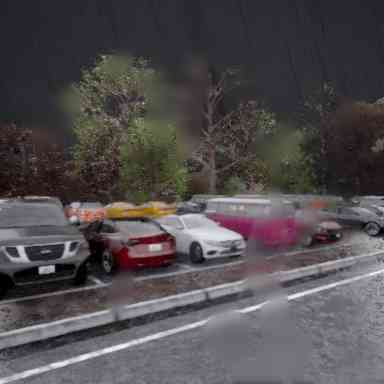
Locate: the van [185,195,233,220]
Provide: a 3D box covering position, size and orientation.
[{"bbox_3d":[1.424,1.267,29.539,1.878,1.987,4.442,0,0,-36],"label":"van"}]

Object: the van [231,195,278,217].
[{"bbox_3d":[6.062,1.272,32.577,1.878,1.987,4.442,0,0,-36],"label":"van"}]

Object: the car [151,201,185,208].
[{"bbox_3d":[-3.007,1.486,26.210,2.097,1.535,5.008,0,0,-36],"label":"car"}]

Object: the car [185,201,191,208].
[{"bbox_3d":[-0.755,1.490,27.824,2.231,1.521,4.892,0,0,-36],"label":"car"}]

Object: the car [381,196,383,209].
[{"bbox_3d":[33.009,1.745,52.011,2.435,2.045,5.566,1,-1,-36],"label":"car"}]

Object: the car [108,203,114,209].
[{"bbox_3d":[-7.495,1.355,22.960,2.185,1.767,4.553,0,0,-36],"label":"car"}]

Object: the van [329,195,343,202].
[{"bbox_3d":[14.815,1.389,39.142,1.878,1.987,4.442,1,-1,-36],"label":"van"}]

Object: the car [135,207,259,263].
[{"bbox_3d":[-0.053,1.521,12.243,2.002,1.452,4.674,0,0,-36],"label":"car"}]

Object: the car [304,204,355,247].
[{"bbox_3d":[4.458,1.487,15.481,2.097,1.535,5.008,0,0,-36],"label":"car"}]

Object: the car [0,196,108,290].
[{"bbox_3d":[-4.546,1.224,8.982,2.435,2.045,5.566,0,0,-36],"label":"car"}]

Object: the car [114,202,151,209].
[{"bbox_3d":[-5.360,1.483,24.523,2.097,1.535,5.008,0,0,-36],"label":"car"}]

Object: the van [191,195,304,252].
[{"bbox_3d":[2.137,1.258,13.953,1.878,1.987,4.442,0,0,-36],"label":"van"}]

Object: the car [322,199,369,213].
[{"bbox_3d":[19.486,1.711,42.341,2.097,1.535,5.008,1,-1,-36],"label":"car"}]

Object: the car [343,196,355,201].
[{"bbox_3d":[17.151,1.411,40.638,2.435,2.045,5.566,1,-1,-36],"label":"car"}]

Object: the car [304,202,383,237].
[{"bbox_3d":[8.989,1.523,18.687,2.163,1.488,4.792,0,0,-36],"label":"car"}]

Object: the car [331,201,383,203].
[{"bbox_3d":[11.227,1.536,20.333,2.002,1.452,4.674,0,0,-36],"label":"car"}]

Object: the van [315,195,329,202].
[{"bbox_3d":[12.666,1.343,37.600,1.878,1.987,4.442,1,-1,-36],"label":"van"}]

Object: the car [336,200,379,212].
[{"bbox_3d":[21.735,1.799,43.958,2.002,1.452,4.674,1,-1,-36],"label":"car"}]

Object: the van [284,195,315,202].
[{"bbox_3d":[10.443,1.294,35.719,1.878,1.987,4.442,1,0,-36],"label":"van"}]

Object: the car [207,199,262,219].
[{"bbox_3d":[3.852,1.492,30.908,1.946,1.575,5.366,0,0,-36],"label":"car"}]

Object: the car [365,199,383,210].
[{"bbox_3d":[28.489,1.901,48.798,2.097,1.535,5.008,1,-1,-36],"label":"car"}]

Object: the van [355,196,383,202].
[{"bbox_3d":[13.553,1.273,21.854,1.878,1.987,4.442,0,0,-36],"label":"van"}]

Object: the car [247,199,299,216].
[{"bbox_3d":[8.242,1.501,34.290,2.097,1.535,5.008,0,0,-36],"label":"car"}]

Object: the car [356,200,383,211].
[{"bbox_3d":[26.132,1.892,47.118,2.002,1.452,4.674,1,-1,-36],"label":"car"}]

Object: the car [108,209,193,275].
[{"bbox_3d":[-2.324,1.508,10.647,2.163,1.488,4.792,0,0,-36],"label":"car"}]

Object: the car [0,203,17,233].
[{"bbox_3d":[-12.012,1.476,19.751,2.231,1.521,4.892,0,0,-36],"label":"car"}]

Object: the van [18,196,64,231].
[{"bbox_3d":[-9.832,1.252,21.466,1.878,1.987,4.442,0,0,-36],"label":"van"}]

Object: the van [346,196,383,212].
[{"bbox_3d":[23.818,1.579,45.598,1.878,1.987,4.442,1,-1,-36],"label":"van"}]
